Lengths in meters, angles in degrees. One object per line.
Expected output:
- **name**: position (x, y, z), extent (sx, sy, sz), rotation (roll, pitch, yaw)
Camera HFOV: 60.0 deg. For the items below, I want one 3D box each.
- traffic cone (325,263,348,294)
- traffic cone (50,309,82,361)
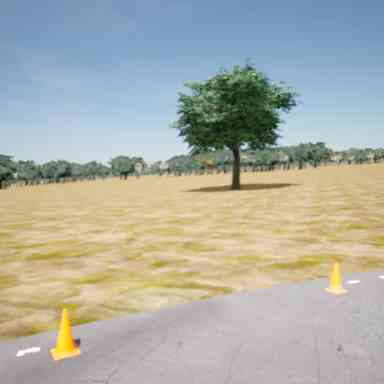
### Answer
- **traffic cone**: position (3.052, 1.797, 7.035), extent (0.340, 0.580, 0.340), rotation (-1, 2, -24)
- **traffic cone**: position (-1.705, 1.873, 4.492), extent (0.340, 0.580, 0.340), rotation (-1, 1, -32)
